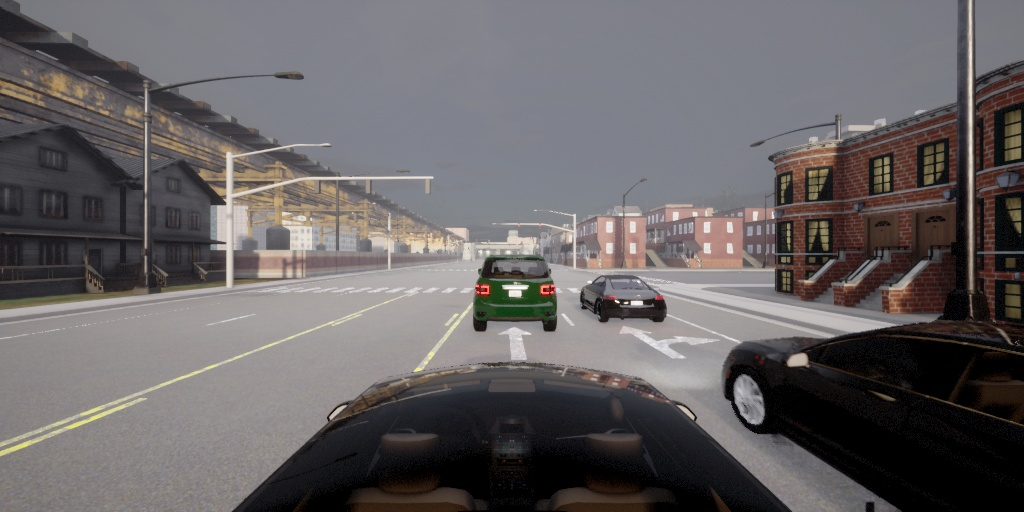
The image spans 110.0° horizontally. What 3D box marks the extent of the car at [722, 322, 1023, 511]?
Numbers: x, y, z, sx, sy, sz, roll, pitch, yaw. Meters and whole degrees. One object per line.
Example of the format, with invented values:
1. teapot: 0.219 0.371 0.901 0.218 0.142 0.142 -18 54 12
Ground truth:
1. car: 3.600 1.254 2.615 1.837 1.490 4.892 0 0 0

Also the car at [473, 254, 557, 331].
1. car: 0.086 0.971 11.066 2.150 2.045 5.566 0 0 0

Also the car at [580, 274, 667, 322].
1. car: 3.586 1.314 12.235 1.994 1.385 4.181 0 0 1
